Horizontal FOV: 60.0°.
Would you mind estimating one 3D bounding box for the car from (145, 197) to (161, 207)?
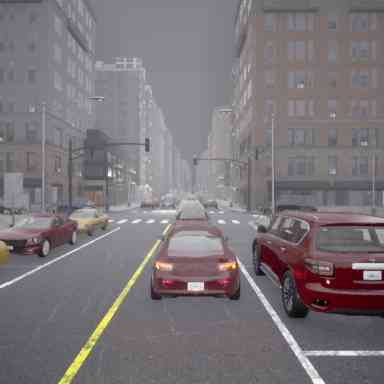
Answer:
[{"bbox_3d":[-5.907,1.557,51.256,1.887,1.381,4.507,1,0,0],"label":"car"}]

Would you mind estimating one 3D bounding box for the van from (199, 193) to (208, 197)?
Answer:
[{"bbox_3d":[2.608,1.358,62.604,1.690,1.788,3.998,1,0,0],"label":"van"}]

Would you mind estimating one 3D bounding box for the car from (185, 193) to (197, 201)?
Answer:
[{"bbox_3d":[-0.095,1.570,85.314,2.033,1.411,5.357,0,0,0],"label":"car"}]

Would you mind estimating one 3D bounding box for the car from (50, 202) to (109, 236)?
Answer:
[{"bbox_3d":[-5.870,1.529,18.393,1.752,1.417,4.829,1,0,0],"label":"car"}]

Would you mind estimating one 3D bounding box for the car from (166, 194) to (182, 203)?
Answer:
[{"bbox_3d":[-3.151,1.561,55.346,2.033,1.411,5.357,0,0,0],"label":"car"}]

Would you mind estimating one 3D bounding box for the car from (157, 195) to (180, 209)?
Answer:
[{"bbox_3d":[-3.135,1.502,45.495,2.128,1.511,4.902,0,0,1],"label":"car"}]

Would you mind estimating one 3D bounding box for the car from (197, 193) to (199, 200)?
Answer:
[{"bbox_3d":[2.602,1.335,68.277,2.192,1.841,5.009,1,0,0],"label":"car"}]

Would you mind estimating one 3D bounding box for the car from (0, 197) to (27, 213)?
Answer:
[{"bbox_3d":[-17.294,1.198,29.740,4.553,1.767,2.097,1,-1,0],"label":"car"}]

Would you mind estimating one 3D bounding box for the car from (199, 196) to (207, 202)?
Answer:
[{"bbox_3d":[2.586,1.608,79.623,1.802,1.307,4.206,1,0,0],"label":"car"}]

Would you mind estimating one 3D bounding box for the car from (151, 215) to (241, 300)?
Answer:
[{"bbox_3d":[0.076,1.528,8.268,1.812,1.442,4.674,0,0,0],"label":"car"}]

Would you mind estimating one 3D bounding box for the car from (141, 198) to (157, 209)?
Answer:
[{"bbox_3d":[-5.901,1.555,45.583,1.887,1.381,4.507,1,0,0],"label":"car"}]

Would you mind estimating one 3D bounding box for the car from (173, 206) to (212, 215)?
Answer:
[{"bbox_3d":[0.043,1.605,17.446,1.895,1.301,4.718,0,0,0],"label":"car"}]

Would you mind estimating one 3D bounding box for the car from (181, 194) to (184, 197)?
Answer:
[{"bbox_3d":[-3.105,1.566,65.774,2.033,1.411,5.357,0,0,1],"label":"car"}]

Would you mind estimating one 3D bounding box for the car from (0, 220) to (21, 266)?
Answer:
[{"bbox_3d":[-5.857,1.527,7.144,1.752,1.417,4.829,1,0,0],"label":"car"}]

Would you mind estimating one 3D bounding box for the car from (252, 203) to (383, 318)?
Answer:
[{"bbox_3d":[2.670,1.317,7.315,2.192,1.841,5.009,1,0,0],"label":"car"}]

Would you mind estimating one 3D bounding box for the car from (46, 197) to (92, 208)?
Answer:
[{"bbox_3d":[-11.999,1.278,32.917,4.553,1.767,2.097,1,-1,0],"label":"car"}]

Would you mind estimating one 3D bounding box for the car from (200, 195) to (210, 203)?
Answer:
[{"bbox_3d":[2.618,1.595,51.257,1.802,1.307,4.206,1,0,0],"label":"car"}]

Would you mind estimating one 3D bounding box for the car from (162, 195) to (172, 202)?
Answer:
[{"bbox_3d":[-5.938,1.466,79.620,1.967,1.590,4.097,1,0,0],"label":"car"}]

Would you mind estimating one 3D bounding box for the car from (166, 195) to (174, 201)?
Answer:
[{"bbox_3d":[-5.952,1.615,90.965,1.802,1.307,4.206,1,0,0],"label":"car"}]

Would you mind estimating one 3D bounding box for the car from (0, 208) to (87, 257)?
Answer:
[{"bbox_3d":[-5.864,1.547,12.938,1.887,1.381,4.507,1,0,0],"label":"car"}]

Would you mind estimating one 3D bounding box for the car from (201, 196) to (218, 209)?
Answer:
[{"bbox_3d":[2.625,1.593,45.583,1.802,1.307,4.206,1,0,0],"label":"car"}]

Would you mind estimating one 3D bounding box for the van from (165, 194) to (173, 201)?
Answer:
[{"bbox_3d":[-5.944,1.371,85.293,1.690,1.788,3.998,1,0,0],"label":"van"}]

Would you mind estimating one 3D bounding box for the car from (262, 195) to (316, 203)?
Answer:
[{"bbox_3d":[9.385,1.336,32.822,5.566,2.045,2.150,0,-1,0],"label":"car"}]

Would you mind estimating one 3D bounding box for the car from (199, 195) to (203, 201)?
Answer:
[{"bbox_3d":[2.612,1.597,56.930,1.802,1.307,4.206,1,0,0],"label":"car"}]

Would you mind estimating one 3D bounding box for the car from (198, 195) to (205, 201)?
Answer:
[{"bbox_3d":[2.573,1.599,90.970,1.947,1.339,4.313,1,0,0],"label":"car"}]

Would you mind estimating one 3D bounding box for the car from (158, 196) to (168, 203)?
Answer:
[{"bbox_3d":[-5.927,1.601,68.274,1.802,1.307,4.206,1,0,0],"label":"car"}]
